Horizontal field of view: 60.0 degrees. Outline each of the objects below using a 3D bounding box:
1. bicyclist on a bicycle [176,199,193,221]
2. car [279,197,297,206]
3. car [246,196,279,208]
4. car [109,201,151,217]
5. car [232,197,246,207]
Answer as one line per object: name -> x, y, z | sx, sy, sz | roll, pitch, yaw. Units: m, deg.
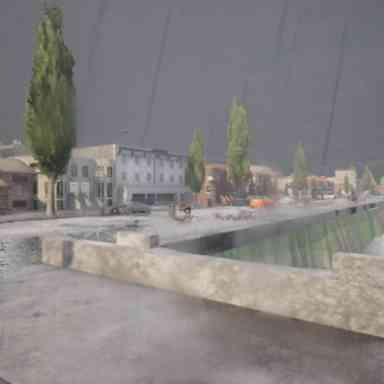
bicyclist on a bicycle -> -0.578, 1.345, 24.689 | 1.656, 1.620, 0.582 | 0, 0, 35
car -> 15.767, 1.522, 55.036 | 1.812, 1.442, 4.674 | 0, 0, 35
car -> 9.981, 1.348, 46.835 | 2.097, 1.767, 4.553 | 0, 0, 36
car -> -5.846, 1.557, 31.768 | 1.994, 1.385, 4.181 | 0, 0, 35
car -> 7.864, 1.502, 50.889 | 1.837, 1.490, 4.892 | 0, -1, 36
